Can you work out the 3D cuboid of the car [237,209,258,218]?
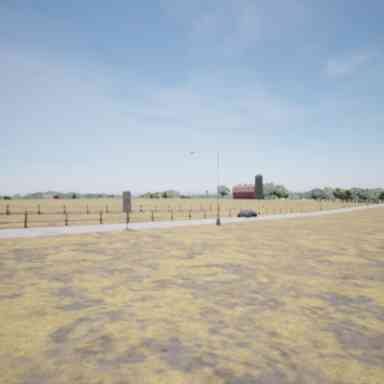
[{"bbox_3d":[8.954,3.476,53.697,1.994,1.385,4.181,-1,-3,35],"label":"car"}]
